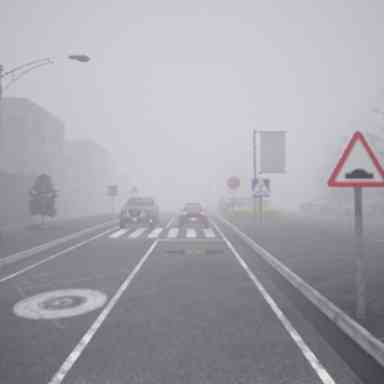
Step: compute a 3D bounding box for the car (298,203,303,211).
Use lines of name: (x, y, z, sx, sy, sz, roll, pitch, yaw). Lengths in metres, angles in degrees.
car: (18.357, 1.842, 48.232, 5.566, 2.045, 2.435, 0, -2, -1)

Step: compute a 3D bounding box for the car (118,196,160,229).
car: (-3.363, 1.287, 22.249, 2.150, 2.045, 5.566, 0, -1, 0)

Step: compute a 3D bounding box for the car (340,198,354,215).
car: (18.708, 1.714, 34.393, 5.366, 1.575, 1.946, 0, -1, 0)

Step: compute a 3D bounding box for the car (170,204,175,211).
car: (-3.405, 3.071, 65.737, 1.812, 1.442, 4.674, 0, -3, 0)

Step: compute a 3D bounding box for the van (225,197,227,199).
van: (6.340, 1.573, 38.105, 4.442, 1.987, 1.878, 0, -1, 0)

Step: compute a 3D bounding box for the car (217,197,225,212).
car: (6.195, 1.713, 44.295, 5.566, 2.045, 2.435, 0, -2, -1)

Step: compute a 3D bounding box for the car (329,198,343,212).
car: (18.687, 1.772, 37.053, 5.366, 1.575, 1.946, 0, -1, 0)

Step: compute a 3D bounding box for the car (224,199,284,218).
car: (6.088, 1.667, 32.144, 5.366, 1.575, 1.946, 0, -1, 0)

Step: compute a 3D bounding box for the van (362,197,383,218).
van: (18.429, 1.437, 31.601, 4.442, 1.987, 1.878, 0, -1, 0)

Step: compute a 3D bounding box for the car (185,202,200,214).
car: (0.033, 1.966, 42.063, 1.812, 1.442, 4.674, 0, -2, 0)

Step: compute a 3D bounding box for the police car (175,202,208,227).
police car: (0.083, 1.575, 23.456, 2.038, 1.542, 4.974, 0, -1, 0)

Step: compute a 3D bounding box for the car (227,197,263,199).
car: (6.280, 1.602, 35.066, 4.553, 1.767, 2.185, 0, -1, 0)

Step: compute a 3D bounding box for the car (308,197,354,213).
car: (18.427, 1.670, 42.773, 5.566, 2.045, 2.435, 0, -2, -1)

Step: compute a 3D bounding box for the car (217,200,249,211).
car: (6.122, 2.031, 50.241, 4.553, 1.767, 2.185, 0, -2, -1)

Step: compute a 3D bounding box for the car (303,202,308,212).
car: (18.413, 2.008, 45.557, 4.892, 1.521, 2.231, 0, -2, -1)

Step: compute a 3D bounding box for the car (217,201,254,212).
car: (6.134, 2.058, 47.203, 5.008, 1.535, 2.097, 0, -2, -1)
